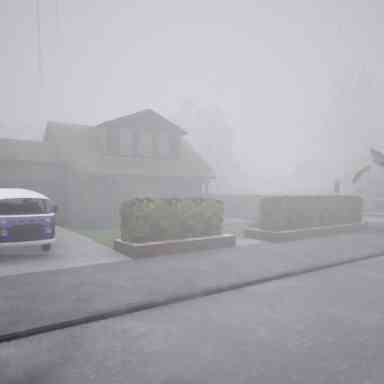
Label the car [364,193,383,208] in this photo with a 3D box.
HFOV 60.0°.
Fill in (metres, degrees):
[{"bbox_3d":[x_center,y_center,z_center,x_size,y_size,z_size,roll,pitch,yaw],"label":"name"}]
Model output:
[{"bbox_3d":[23.130,0.985,40.297,3.866,1.878,1.905,0,0,0],"label":"car"}]
